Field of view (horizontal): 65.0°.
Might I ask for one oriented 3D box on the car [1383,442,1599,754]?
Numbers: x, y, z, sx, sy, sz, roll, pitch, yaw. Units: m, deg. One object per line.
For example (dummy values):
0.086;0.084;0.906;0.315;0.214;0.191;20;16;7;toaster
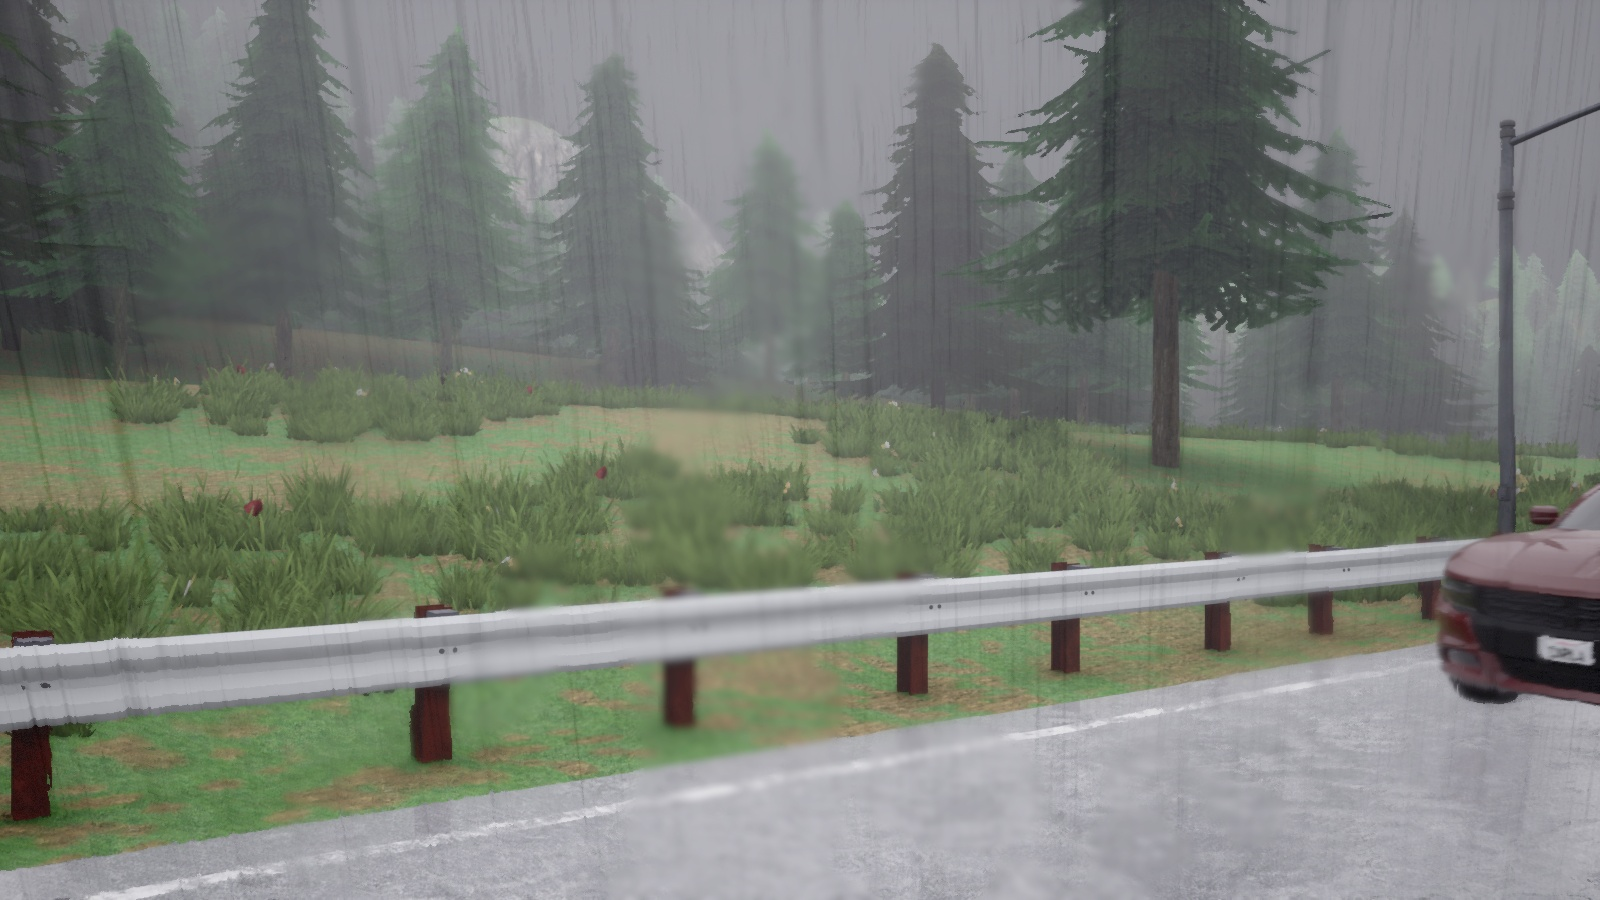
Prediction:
5.894;0.729;7.762;5.008;1.535;1.882;0;0;-35;car
